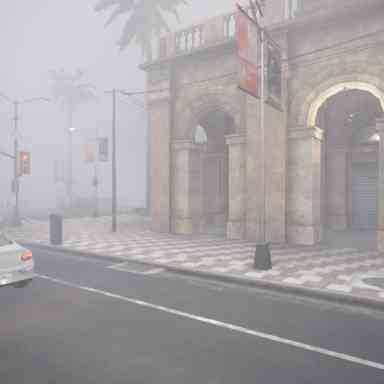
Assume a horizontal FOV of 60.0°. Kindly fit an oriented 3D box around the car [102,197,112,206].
[{"bbox_3d":[-13.884,1.513,51.058,2.161,1.482,4.786,0,0,35],"label":"car"}]

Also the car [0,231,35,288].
[{"bbox_3d":[-5.584,1.526,7.930,4.674,1.442,1.812,0,0,36],"label":"car"}]

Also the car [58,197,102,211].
[{"bbox_3d":[-13.697,1.352,39.984,2.097,1.767,4.553,0,0,36],"label":"car"}]
